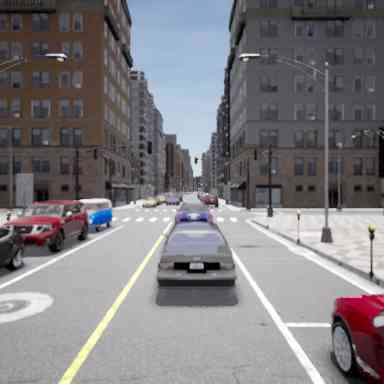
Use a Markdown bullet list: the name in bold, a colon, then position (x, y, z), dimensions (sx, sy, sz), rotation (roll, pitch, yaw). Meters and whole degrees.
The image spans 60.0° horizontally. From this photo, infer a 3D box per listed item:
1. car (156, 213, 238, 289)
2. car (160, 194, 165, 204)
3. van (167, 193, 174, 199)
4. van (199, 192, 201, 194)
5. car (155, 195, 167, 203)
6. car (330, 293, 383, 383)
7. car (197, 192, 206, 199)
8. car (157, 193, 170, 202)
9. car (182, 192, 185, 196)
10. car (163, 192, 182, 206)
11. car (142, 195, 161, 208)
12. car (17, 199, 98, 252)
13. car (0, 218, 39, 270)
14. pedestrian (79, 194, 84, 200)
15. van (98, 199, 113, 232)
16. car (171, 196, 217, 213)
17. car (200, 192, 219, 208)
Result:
- **car**: position (0.098, 1.540, 9.219), dimensions (2.033, 1.411, 5.357), rotation (0, 0, 0)
- **car**: position (-5.867, 1.448, 52.255), dimensions (1.947, 1.339, 4.313), rotation (0, 0, 0)
- **van**: position (-5.873, 1.078, 91.838), dimensions (1.690, 1.788, 3.998), rotation (0, 0, 0)
- **van**: position (2.657, 1.184, 63.543), dimensions (1.690, 1.788, 3.998), rotation (0, 0, 0)
- **car**: position (-5.869, 1.369, 63.394), dimensions (1.752, 1.417, 4.829), rotation (0, 0, 0)
- **car**: position (2.667, 1.542, 2.639), dimensions (1.887, 1.381, 4.507), rotation (0, 0, 0)
- **car**: position (2.652, 1.052, 91.825), dimensions (2.192, 1.841, 5.009), rotation (0, 0, 0)
- **car**: position (-5.869, 1.137, 69.219), dimensions (2.192, 1.841, 5.009), rotation (0, 0, 0)
- **car**: position (-3.015, 1.046, 68.592), dimensions (2.150, 2.045, 5.566), rotation (0, 1, 0)
- **car**: position (-3.093, 1.231, 53.010), dimensions (2.097, 1.767, 4.553), rotation (0, 0, 0)
- **car**: position (-5.865, 1.427, 46.429), dimensions (1.752, 1.417, 4.829), rotation (0, 0, 0)
- **car**: position (-5.860, 1.304, 13.942), dimensions (2.192, 1.841, 5.009), rotation (0, 0, 0)
- **car**: position (-5.859, 1.559, 8.302), dimensions (1.947, 1.339, 4.313), rotation (0, 0, 0)
- **pedestrian**: position (-12.558, 1.066, 37.548), dimensions (0.375, 1.860, 0.375), rotation (0, 0, 1)
- **van**: position (-5.862, 1.323, 19.583), dimensions (1.690, 1.788, 3.998), rotation (0, 0, 0)
- **car**: position (0.090, 1.335, 19.346), dimensions (2.097, 1.767, 4.553), rotation (0, 0, 0)
- **car**: position (2.661, 1.216, 46.573), dimensions (2.192, 1.841, 5.009), rotation (0, 0, 0)
